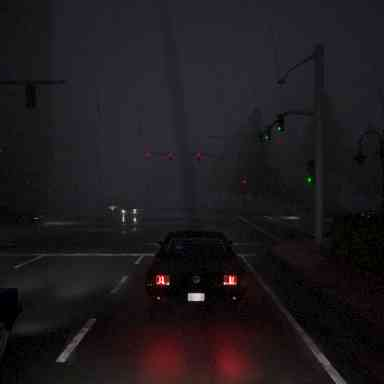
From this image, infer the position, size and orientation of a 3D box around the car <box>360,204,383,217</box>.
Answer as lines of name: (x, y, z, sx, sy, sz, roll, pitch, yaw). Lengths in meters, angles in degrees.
car: (15.763, 1.560, 26.021, 4.892, 1.490, 1.837, 0, 0, 0)

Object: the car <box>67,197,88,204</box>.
car: (-22.472, 1.600, 65.593, 4.718, 1.301, 1.895, 0, 0, 38)

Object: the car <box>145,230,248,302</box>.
car: (0.091, 1.601, 8.193, 1.895, 1.301, 4.718, 0, 0, 0)

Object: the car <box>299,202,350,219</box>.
car: (11.724, 1.619, 29.563, 4.181, 1.385, 1.994, 0, 0, 1)

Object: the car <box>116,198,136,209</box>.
car: (-8.889, 1.525, 45.539, 1.812, 1.442, 4.674, 0, 0, -18)

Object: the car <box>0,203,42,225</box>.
car: (-13.283, 1.540, 23.582, 4.892, 1.490, 1.837, 0, 1, -13)

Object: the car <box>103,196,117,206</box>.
car: (-13.192, 1.477, 55.028, 1.882, 1.535, 5.008, 0, 0, -33)

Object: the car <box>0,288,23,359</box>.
car: (-3.429, 1.601, 2.769, 1.895, 1.301, 4.718, 0, 0, 0)
